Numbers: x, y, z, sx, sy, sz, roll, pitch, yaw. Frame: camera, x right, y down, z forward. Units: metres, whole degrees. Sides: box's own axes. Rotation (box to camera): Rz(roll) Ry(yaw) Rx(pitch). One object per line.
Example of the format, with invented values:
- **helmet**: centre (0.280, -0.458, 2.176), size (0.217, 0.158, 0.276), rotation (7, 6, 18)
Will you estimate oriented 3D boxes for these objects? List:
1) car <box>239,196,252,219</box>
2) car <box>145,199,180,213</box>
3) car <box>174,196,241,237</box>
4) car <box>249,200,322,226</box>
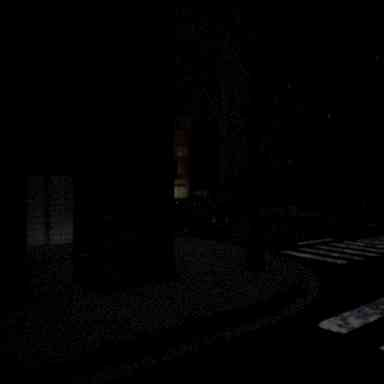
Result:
- **car**: centre (3.243, 1.263, 27.370), size (2.192, 1.841, 5.009), rotation (0, 0, -35)
- **car**: centre (-3.336, 1.480, 36.629), size (1.887, 1.381, 4.507), rotation (0, 0, -35)
- **car**: centre (-0.016, 1.257, 18.099), size (2.192, 1.841, 5.009), rotation (0, 0, -35)
- **car**: centre (6.433, 1.479, 22.878), size (1.752, 1.417, 4.829), rotation (0, 0, -35)
